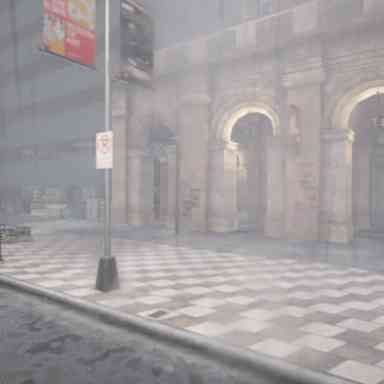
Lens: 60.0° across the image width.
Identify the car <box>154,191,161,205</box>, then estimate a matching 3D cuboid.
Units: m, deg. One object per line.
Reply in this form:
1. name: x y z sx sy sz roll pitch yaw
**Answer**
1. car: -4.421 0.946 28.900 5.566 2.045 2.435 0 0 36
